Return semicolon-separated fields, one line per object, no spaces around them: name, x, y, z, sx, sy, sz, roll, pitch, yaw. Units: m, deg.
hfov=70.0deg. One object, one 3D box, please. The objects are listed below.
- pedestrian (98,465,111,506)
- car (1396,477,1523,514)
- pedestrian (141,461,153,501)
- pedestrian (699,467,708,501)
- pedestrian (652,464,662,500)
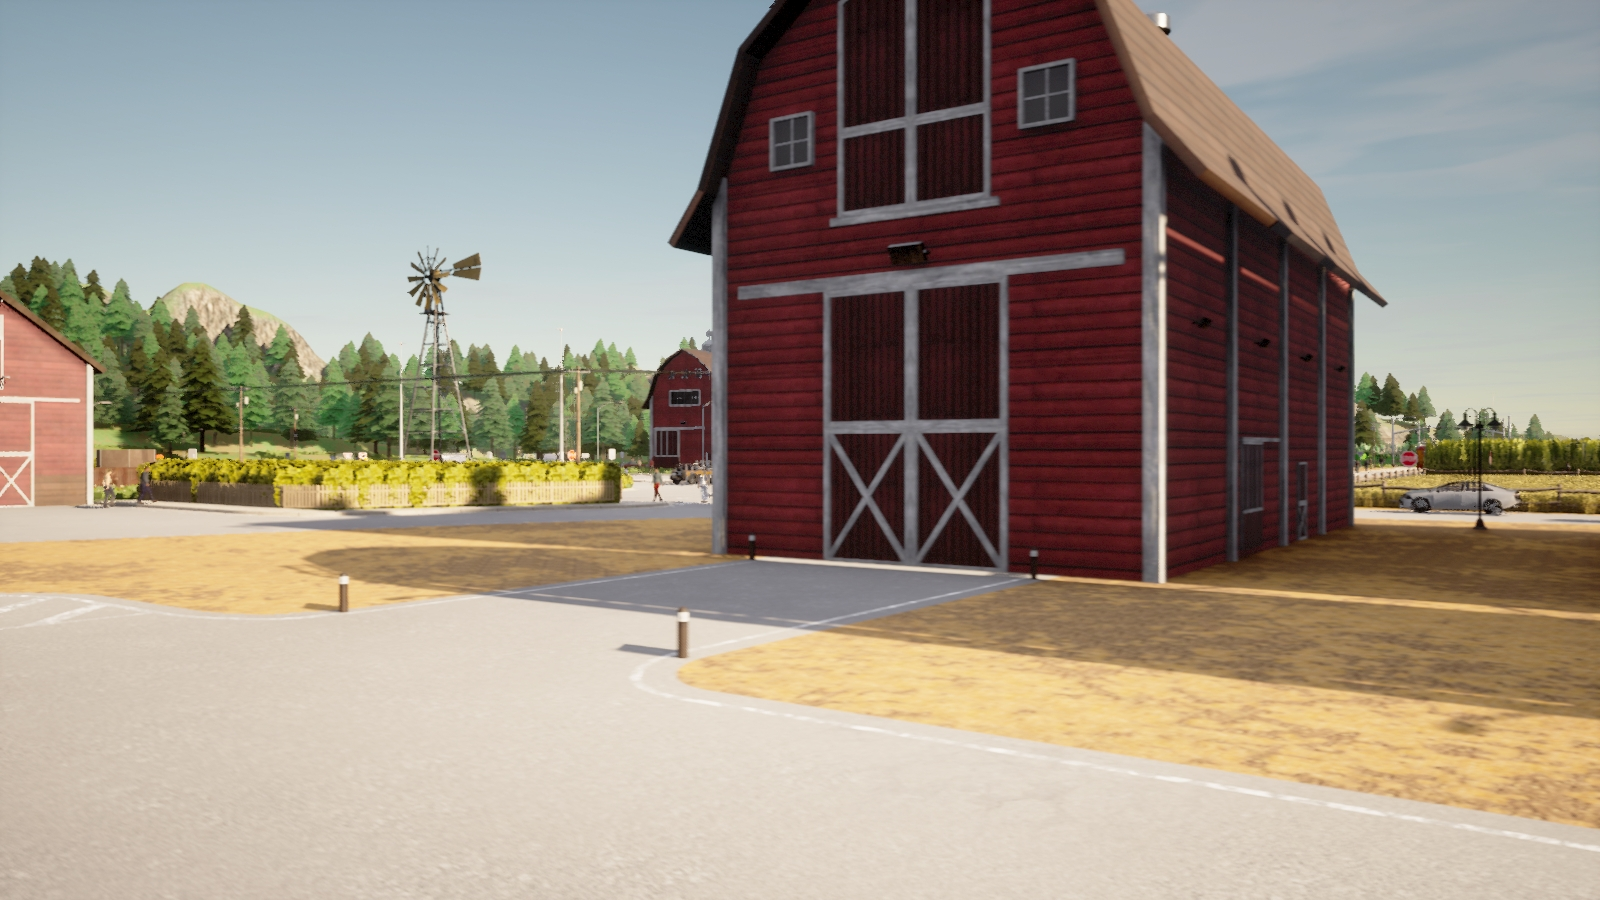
pedestrian;-31.989;1.617;52.556;0.375;1.860;0.375;0;0;27
car;30.285;2.048;52.500;4.902;1.511;2.128;0;0;35
pedestrian;-30.561;1.466;53.470;0.375;1.860;0.375;0;0;-3
pedestrian;-5.313;1.845;63.021;0.375;1.860;0.375;0;0;22
pedestrian;-7.484;1.664;59.869;0.375;1.860;0.375;0;0;24
